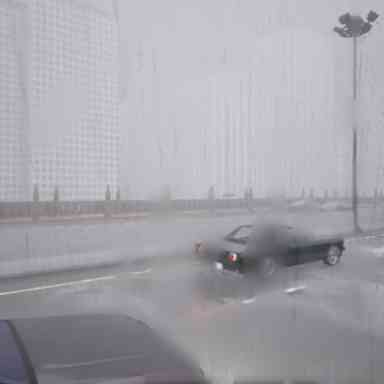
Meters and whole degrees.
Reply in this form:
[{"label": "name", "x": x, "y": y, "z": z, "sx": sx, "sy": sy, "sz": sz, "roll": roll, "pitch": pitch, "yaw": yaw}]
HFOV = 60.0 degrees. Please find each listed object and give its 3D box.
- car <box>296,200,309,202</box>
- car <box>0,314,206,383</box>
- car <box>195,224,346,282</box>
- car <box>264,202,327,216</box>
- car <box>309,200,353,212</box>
[{"label": "car", "x": 11.237, "y": 1.559, "z": 33.512, "sx": 4.674, "sy": 1.442, "sz": 1.812, "roll": 0, "pitch": 0, "yaw": -35}, {"label": "car", "x": -2.409, "y": 1.546, "z": 2.030, "sx": 5.357, "sy": 1.411, "sz": 2.033, "roll": 0, "pitch": 0, "yaw": -36}, {"label": "car", "x": 2.502, "y": 1.610, "z": 9.835, "sx": 4.718, "sy": 1.301, "sz": 1.895, "roll": 0, "pitch": 0, "yaw": -36}, {"label": "car", "x": 6.478, "y": 1.585, "z": 21.517, "sx": 4.181, "sy": 1.385, "sz": 1.994, "roll": 0, "pitch": 0, "yaw": -36}, {"label": "car", "x": 13.208, "y": 1.559, "z": 30.619, "sx": 4.674, "sy": 1.442, "sz": 1.812, "roll": 0, "pitch": 0, "yaw": -35}]
